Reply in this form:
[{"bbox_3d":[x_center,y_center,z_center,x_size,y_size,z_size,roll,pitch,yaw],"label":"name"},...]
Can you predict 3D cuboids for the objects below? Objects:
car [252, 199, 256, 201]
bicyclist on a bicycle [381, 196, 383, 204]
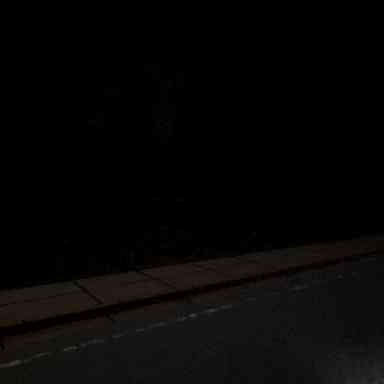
[{"bbox_3d":[11.445,1.467,57.429,2.128,1.511,4.902,0,0,-34],"label":"car"},{"bbox_3d":[25.297,1.342,43.610,1.656,1.620,0.582,23,-26,-26],"label":"bicyclist on a bicycle"}]
